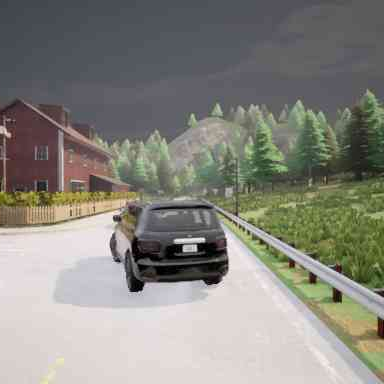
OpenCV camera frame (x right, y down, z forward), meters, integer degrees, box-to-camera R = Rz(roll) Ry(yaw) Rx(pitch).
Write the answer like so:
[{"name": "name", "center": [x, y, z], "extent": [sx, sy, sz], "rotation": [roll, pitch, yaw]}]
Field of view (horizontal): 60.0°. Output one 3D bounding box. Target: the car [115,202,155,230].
[{"name": "car", "center": [-3.612, 1.505, 22.066], "extent": [1.837, 1.490, 4.892], "rotation": [0, 0, 0]}]

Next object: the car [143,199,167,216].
[{"name": "car", "center": [-3.615, 1.506, 33.504], "extent": [1.837, 1.490, 4.892], "rotation": [0, 0, 0]}]

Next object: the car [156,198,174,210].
[{"name": "car", "center": [-3.591, 1.563, 44.786], "extent": [1.994, 1.385, 4.181], "rotation": [0, 0, 0]}]

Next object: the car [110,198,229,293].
[{"name": "car", "center": [-0.892, 1.222, 9.241], "extent": [2.150, 2.045, 5.566], "rotation": [0, 0, -18]}]
